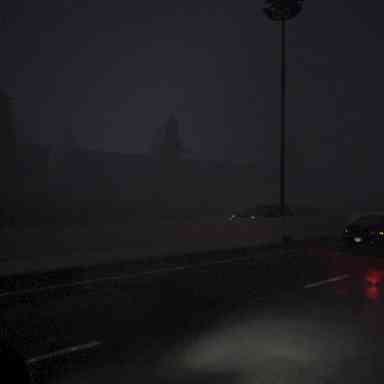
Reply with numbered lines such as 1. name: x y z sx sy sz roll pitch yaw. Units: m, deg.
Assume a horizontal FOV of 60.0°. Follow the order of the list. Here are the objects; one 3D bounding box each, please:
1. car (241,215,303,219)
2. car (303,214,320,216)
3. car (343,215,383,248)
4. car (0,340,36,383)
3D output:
1. car: 4.384 1.541 20.415 4.553 1.767 2.097 1 -1 -37
2. car: 8.836 1.777 28.119 4.902 1.511 2.128 1 -1 -37
3. car: 8.337 1.705 14.386 4.674 1.442 1.812 1 -1 -37
4. car: -3.358 1.471 1.477 4.902 1.511 2.128 1 -1 -35
